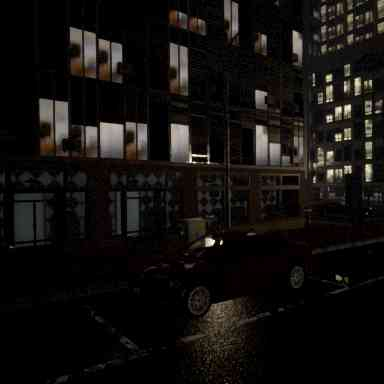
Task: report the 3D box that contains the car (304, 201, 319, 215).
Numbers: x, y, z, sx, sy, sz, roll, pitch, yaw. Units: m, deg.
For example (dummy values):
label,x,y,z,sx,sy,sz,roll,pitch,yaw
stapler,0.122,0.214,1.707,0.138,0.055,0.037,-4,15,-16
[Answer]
label,x,y,z,sx,sy,sz,roll,pitch,yaw
car,9.220,1.451,31.325,2.008,1.369,4.403,-1,1,-35

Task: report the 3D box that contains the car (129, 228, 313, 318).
label,x,y,z,sx,sy,sz,roll,pitch,yaw
car,0.815,1.543,7.361,4.507,1.381,1.887,0,-1,-36

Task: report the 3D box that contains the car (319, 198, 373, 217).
label,x,y,z,sx,sy,sz,roll,pitch,yaw
car,13.451,1.491,29.784,1.895,1.301,4.718,-1,1,-36
